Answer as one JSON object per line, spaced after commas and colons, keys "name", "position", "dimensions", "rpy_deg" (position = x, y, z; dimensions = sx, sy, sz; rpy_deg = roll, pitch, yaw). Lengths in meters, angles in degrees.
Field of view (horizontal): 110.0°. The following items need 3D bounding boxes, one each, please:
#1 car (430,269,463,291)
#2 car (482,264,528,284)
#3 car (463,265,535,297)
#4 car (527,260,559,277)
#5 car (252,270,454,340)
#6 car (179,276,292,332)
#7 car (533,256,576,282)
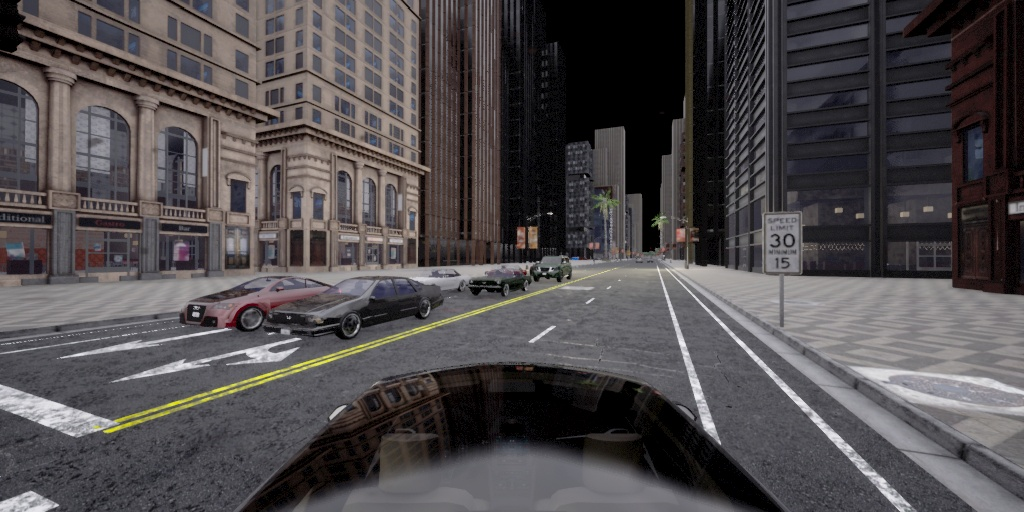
{"name": "car", "position": [-4.110, 1.356, 19.152], "dimensions": [1.895, 1.301, 4.718], "rpy_deg": [0, 0, 22]}
{"name": "car", "position": [-0.435, 1.363, 28.411], "dimensions": [1.895, 1.301, 4.718], "rpy_deg": [0, 0, 22]}
{"name": "car", "position": [-0.528, 1.357, 19.364], "dimensions": [1.895, 1.301, 4.718], "rpy_deg": [0, 0, 22]}
{"name": "car", "position": [3.363, 1.250, 37.884], "dimensions": [1.882, 1.535, 5.008], "rpy_deg": [0, 0, 22]}
{"name": "car", "position": [-4.064, 1.299, 10.450], "dimensions": [2.033, 1.411, 5.357], "rpy_deg": [0, 0, 22]}
{"name": "car", "position": [-7.335, 1.315, 11.006], "dimensions": [1.994, 1.385, 4.181], "rpy_deg": [0, 0, 22]}
{"name": "car", "position": [3.419, 0.986, 29.305], "dimensions": [2.150, 2.045, 5.566], "rpy_deg": [0, 0, 21]}
